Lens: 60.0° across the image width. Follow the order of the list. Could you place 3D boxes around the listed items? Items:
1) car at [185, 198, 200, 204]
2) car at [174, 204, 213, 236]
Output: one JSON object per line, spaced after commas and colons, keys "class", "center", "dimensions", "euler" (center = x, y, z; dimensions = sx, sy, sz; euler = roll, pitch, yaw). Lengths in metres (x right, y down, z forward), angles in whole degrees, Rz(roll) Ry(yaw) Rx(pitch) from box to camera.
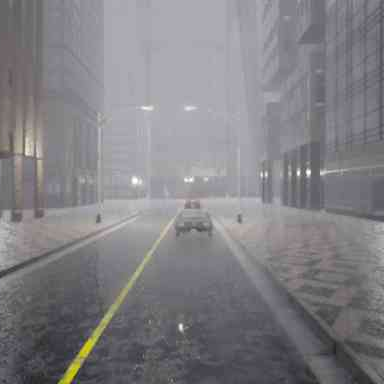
{"class": "car", "center": [0.093, 1.435, 40.396], "dimensions": [1.812, 1.442, 4.674], "euler": [0, 0, 0]}
{"class": "car", "center": [0.095, 1.560, 17.990], "dimensions": [1.895, 1.301, 4.718], "euler": [0, 0, 0]}
